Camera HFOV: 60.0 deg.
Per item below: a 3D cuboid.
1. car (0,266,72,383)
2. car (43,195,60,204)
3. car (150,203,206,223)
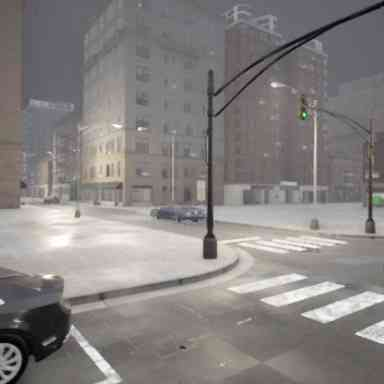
[{"bbox_3d":[-3.625,1.546,3.599,4.403,1.369,2.008,0,0,-36],"label":"car"},{"bbox_3d":[-24.150,1.322,57.298,1.812,1.442,4.674,0,0,-36],"label":"car"},{"bbox_3d":[-1.183,1.520,25.271,2.033,1.411,5.357,0,0,-36],"label":"car"}]
